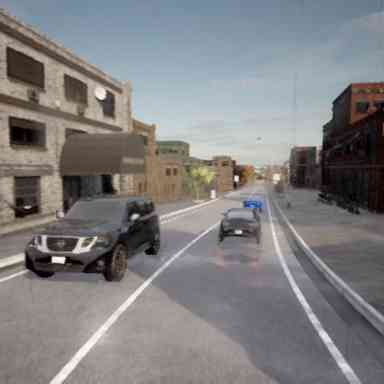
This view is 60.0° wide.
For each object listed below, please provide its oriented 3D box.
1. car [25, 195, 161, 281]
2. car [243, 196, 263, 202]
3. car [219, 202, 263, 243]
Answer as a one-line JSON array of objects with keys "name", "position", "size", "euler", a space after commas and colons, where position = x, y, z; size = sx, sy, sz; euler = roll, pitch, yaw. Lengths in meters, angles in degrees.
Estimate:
[{"name": "car", "position": [-2.507, 1.128, 10.046], "size": [2.150, 2.045, 5.566], "euler": [1, 0, 9]}, {"name": "car", "position": [6.133, 1.155, 33.704], "size": [1.882, 1.535, 5.008], "euler": [1, 1, 12]}, {"name": "car", "position": [2.370, 1.453, 15.906], "size": [1.812, 1.442, 4.674], "euler": [1, 1, 11]}]
